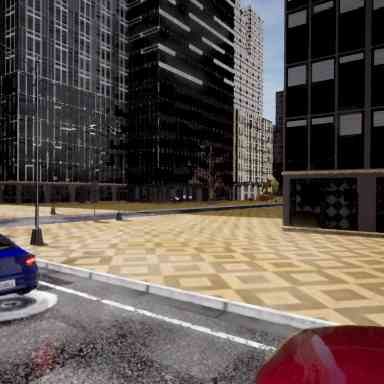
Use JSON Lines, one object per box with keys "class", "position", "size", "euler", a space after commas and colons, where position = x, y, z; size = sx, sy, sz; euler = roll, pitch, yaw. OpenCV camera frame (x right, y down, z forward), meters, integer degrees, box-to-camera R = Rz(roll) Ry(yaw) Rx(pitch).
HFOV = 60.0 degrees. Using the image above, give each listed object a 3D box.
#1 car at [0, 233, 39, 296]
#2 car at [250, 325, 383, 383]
{"class": "car", "position": [-5.236, 1.523, 7.415], "size": [4.674, 1.442, 1.812], "euler": [0, 0, 36]}
{"class": "car", "position": [2.367, 1.564, 1.988], "size": [4.181, 1.385, 1.994], "euler": [0, 0, 35]}
